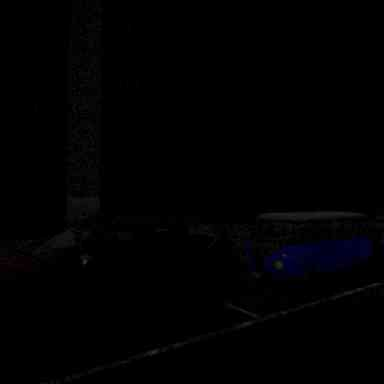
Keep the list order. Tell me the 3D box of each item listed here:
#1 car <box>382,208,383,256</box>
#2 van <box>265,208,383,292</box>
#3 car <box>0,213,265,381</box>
[{"bbox_3d":[7.775,1.454,12.172,5.009,1.841,2.192,1,0,-35],"label":"car"},{"bbox_3d":[3.203,1.421,8.920,3.998,1.788,1.690,1,0,-35],"label":"van"},{"bbox_3d":[-1.366,1.337,5.668,5.009,1.841,2.192,1,0,-35],"label":"car"}]
